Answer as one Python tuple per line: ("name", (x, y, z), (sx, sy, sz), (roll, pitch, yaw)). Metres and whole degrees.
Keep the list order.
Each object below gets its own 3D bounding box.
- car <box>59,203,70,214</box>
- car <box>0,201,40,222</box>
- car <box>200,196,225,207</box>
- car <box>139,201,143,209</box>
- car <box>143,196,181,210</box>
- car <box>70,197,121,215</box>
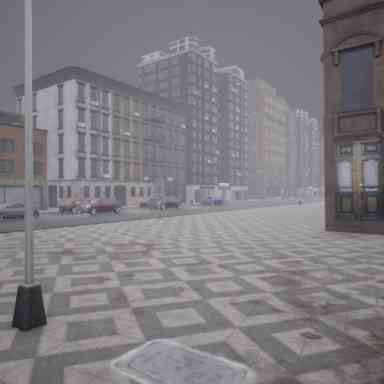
("car", (-11.717, 1.471, 35.535), (1.882, 1.535, 5.008), (-1, 0, 35))
("car", (-14.324, 1.550, 26.246), (1.994, 1.385, 4.181), (-1, 0, 35))
("car", (3.195, 1.400, 50.843), (1.882, 1.535, 5.008), (-1, 0, 36))
("car", (-5.022, 1.447, 44.954), (1.882, 1.535, 5.008), (-1, 0, 36))
("car", (-3.424, 1.299, 41.599), (2.097, 1.767, 4.553), (-1, 0, 35))
("car", (-9.337, 1.320, 33.279), (2.097, 1.767, 4.553), (-1, 0, 35))
